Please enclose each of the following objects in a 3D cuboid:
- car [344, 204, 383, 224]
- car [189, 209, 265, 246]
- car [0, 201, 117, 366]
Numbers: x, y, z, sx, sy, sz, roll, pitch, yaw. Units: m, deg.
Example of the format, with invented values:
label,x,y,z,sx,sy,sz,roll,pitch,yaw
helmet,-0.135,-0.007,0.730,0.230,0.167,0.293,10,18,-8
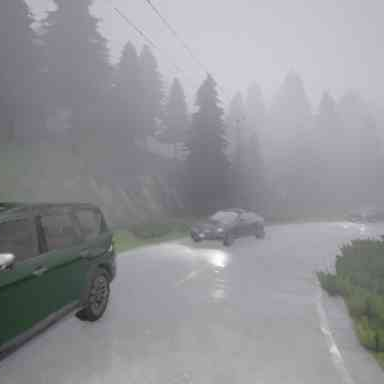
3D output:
label,x,y,z,sx,sy,sz,roll,pitch,yaw
car,14.236,1.659,26.017,5.357,1.411,2.033,1,0,-32
car,1.823,1.532,15.494,1.812,1.442,4.674,1,0,38
car,-2.932,1.192,4.530,2.150,2.045,5.566,1,0,11
